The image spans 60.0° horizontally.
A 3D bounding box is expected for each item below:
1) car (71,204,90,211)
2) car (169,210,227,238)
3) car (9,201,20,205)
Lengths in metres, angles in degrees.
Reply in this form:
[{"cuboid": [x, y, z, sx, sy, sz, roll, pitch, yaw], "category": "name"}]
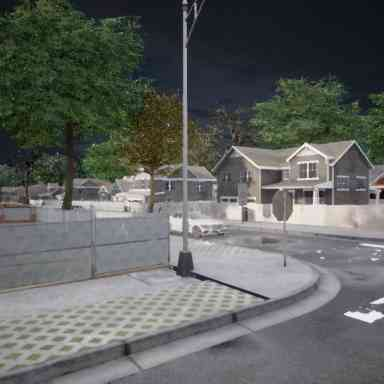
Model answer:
[{"cuboid": [-13.022, 2.111, 37.494, 1.882, 1.535, 5.008, 0, -1, -36], "category": "car"}, {"cuboid": [0.051, 1.797, 19.523, 1.812, 1.442, 4.674, 0, -1, -36], "category": "car"}, {"cuboid": [-39.708, 2.801, 74.174, 2.033, 1.411, 5.357, 0, -1, -36], "category": "car"}]
